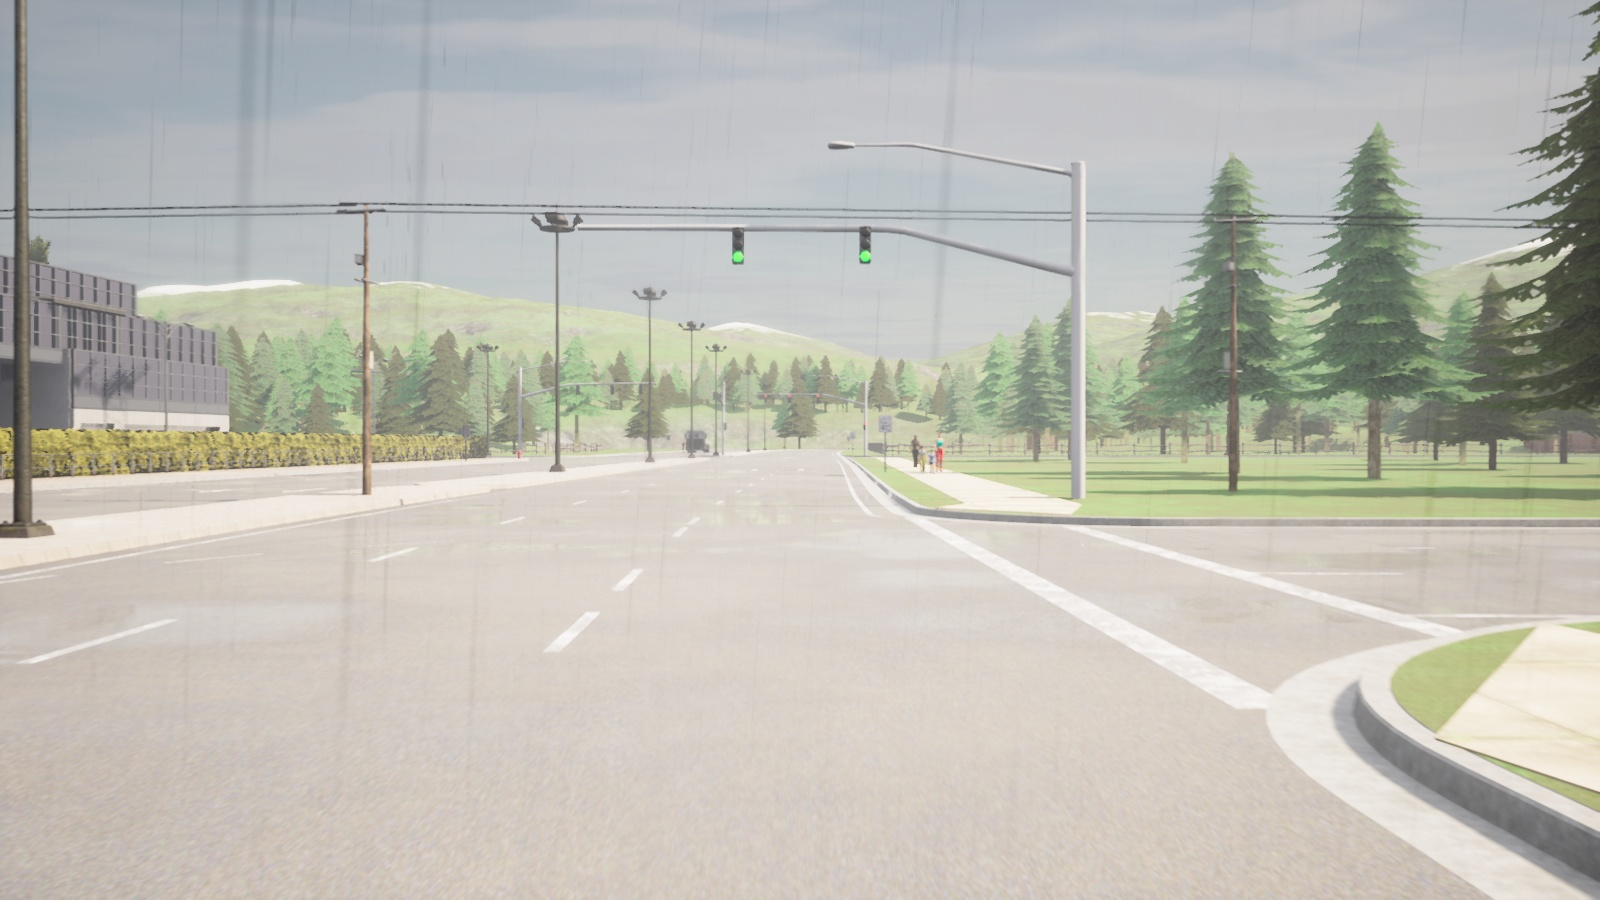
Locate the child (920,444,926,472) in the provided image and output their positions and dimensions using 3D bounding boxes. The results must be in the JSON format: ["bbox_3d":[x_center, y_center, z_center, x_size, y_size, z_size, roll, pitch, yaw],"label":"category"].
[{"bbox_3d":[5.492,0.356,56.107,0.270,1.263,0.437,0,0,5],"label":"child"}]

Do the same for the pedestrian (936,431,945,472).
[{"bbox_3d":[6.268,0.077,56.155,0.345,1.836,0.594,0,0,1],"label":"pedestrian"}]

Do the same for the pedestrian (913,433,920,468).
[{"bbox_3d":[6.076,0.024,65.482,0.331,1.846,0.634,0,0,3],"label":"pedestrian"}]
